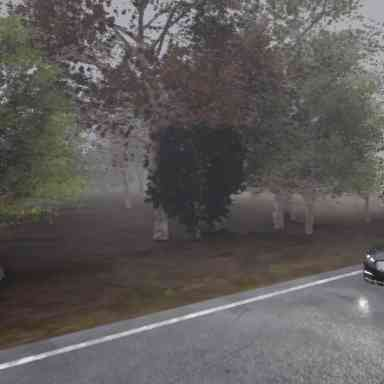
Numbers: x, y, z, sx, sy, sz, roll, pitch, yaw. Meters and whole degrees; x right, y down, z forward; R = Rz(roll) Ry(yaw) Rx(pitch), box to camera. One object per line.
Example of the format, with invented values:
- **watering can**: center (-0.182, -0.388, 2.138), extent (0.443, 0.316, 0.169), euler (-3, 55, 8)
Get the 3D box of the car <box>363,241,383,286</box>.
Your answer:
- **car**: center (6.181, 1.432, 8.180), extent (4.902, 1.511, 2.128), euler (-2, 0, -33)
